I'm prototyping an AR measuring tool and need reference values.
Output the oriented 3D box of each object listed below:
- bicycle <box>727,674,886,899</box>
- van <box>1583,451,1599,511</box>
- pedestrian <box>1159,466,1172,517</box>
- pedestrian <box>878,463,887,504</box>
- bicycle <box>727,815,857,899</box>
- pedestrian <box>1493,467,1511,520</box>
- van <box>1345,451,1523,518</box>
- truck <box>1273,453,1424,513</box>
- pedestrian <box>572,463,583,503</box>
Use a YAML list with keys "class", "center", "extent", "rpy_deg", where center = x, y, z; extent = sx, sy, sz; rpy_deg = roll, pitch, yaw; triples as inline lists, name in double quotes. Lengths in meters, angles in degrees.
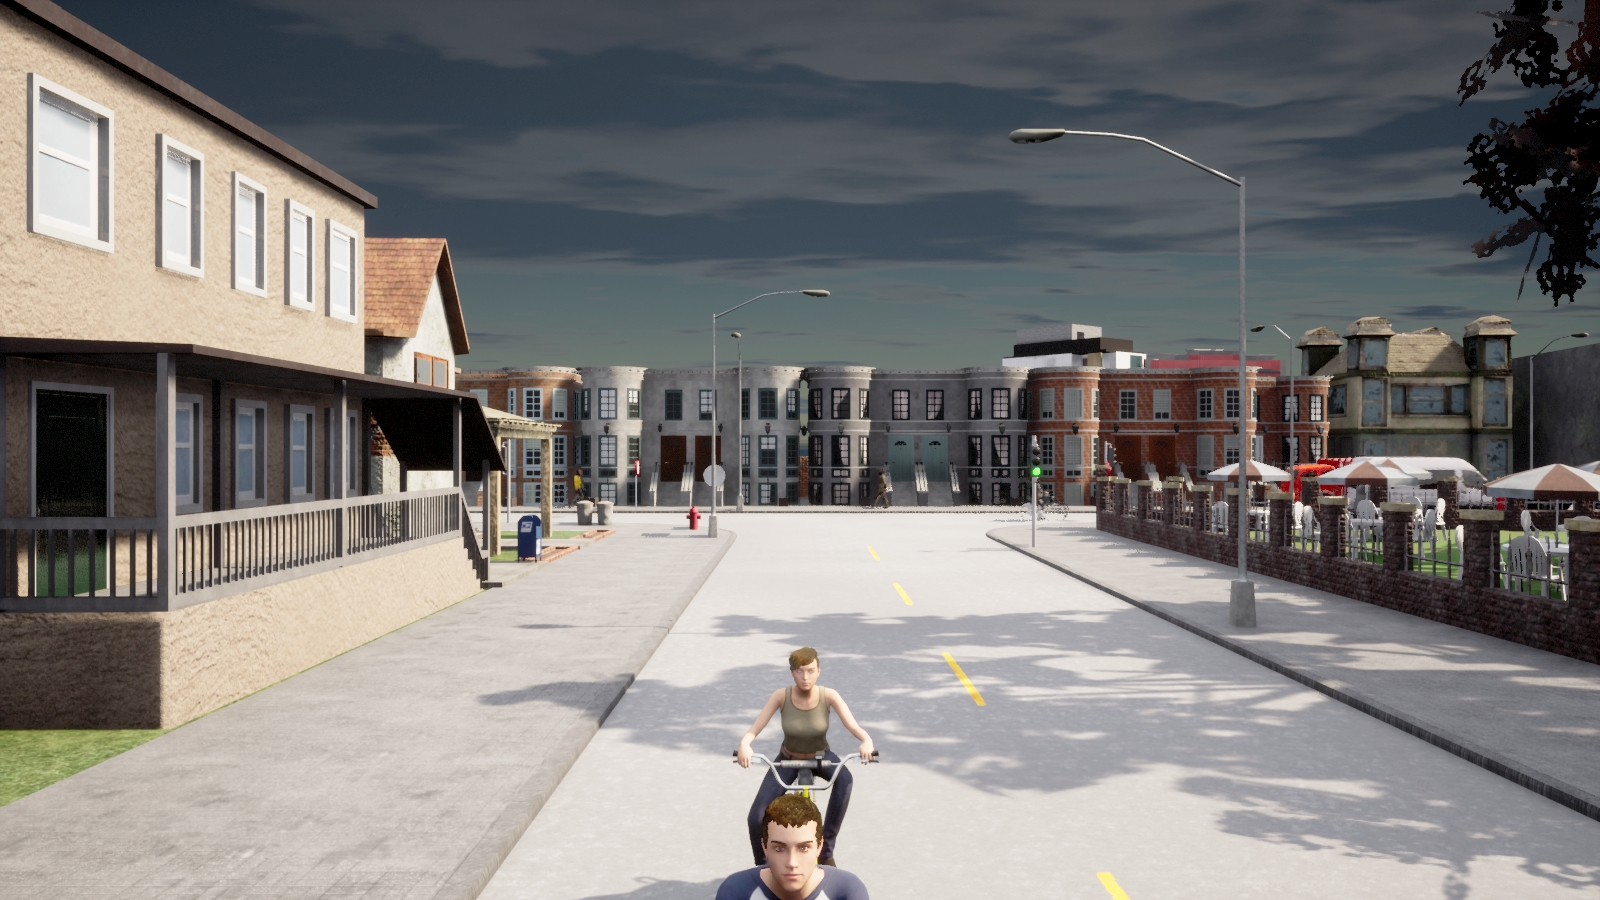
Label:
- class: "bicycle"
  center: [0.033, 2.040, 6.906]
  extent: [0.859, 1.080, 1.487]
  rpy_deg: [0, 0, 0]
- class: "van"
  center: [37.194, 1.334, 48.909]
  extent: [5.915, 2.561, 1.988]
  rpy_deg: [0, 0, 1]
- class: "pedestrian"
  center: [13.465, 1.533, 42.062]
  extent: [0.375, 1.860, 0.375]
  rpy_deg: [0, 0, 33]
- class: "pedestrian"
  center: [3.786, 1.548, 52.571]
  extent: [0.375, 1.860, 0.375]
  rpy_deg: [0, 0, 8]
- class: "bicycle"
  center: [-0.022, 1.938, 3.212]
  extent: [0.373, 1.296, 1.643]
  rpy_deg: [0, 0, 0]
- class: "pedestrian"
  center: [24.906, 1.542, 40.541]
  extent: [0.375, 1.860, 0.375]
  rpy_deg: [0, 0, -9]
- class: "van"
  center: [24.826, 1.333, 44.880]
  extent: [5.915, 2.561, 1.988]
  rpy_deg: [0, 0, 0]
- class: "truck"
  center: [23.374, 1.365, 48.875]
  extent: [5.204, 2.467, 2.627]
  rpy_deg: [0, 0, 0]
- class: "pedestrian"
  center: [-10.354, 1.546, 53.156]
  extent: [0.375, 1.860, 0.375]
  rpy_deg: [0, 0, 8]
